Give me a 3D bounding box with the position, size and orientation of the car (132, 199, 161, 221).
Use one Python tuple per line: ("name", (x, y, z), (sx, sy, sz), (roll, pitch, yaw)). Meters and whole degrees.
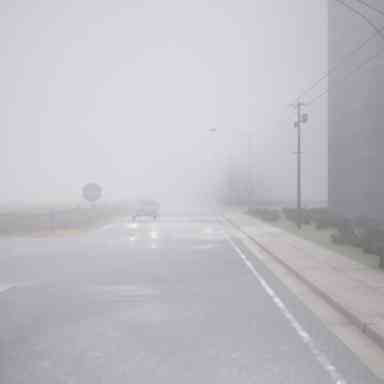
("car", (-3.503, 1.302, 26.119), (1.837, 1.490, 4.892), (0, 0, 0))
